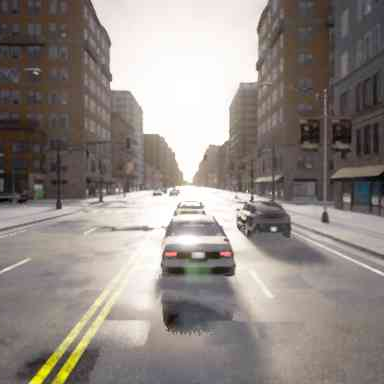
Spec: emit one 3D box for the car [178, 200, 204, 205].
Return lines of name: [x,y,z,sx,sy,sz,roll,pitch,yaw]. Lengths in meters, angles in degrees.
car: [-0.066,1.170,20.841,1.895,1.301,4.718,0,1,2]

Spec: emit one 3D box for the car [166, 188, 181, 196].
car: [-3.743,0.119,67.915,1.812,1.442,4.674,0,1,0]

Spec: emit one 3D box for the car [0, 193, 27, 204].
car: [-22.417,0.747,40.561,4.313,1.339,1.947,0,1,0]

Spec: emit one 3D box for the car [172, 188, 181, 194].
car: [-3.853,-0.222,83.422,2.128,1.511,4.902,0,1,0]

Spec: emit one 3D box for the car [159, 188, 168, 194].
car: [-7.103,-0.244,83.347,1.837,1.490,4.892,0,1,0]

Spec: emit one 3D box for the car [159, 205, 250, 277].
car: [0.042,1.346,9.635,2.033,1.411,5.357,0,1,-2]

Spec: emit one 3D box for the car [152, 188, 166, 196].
car: [-6.991,0.138,67.821,2.033,1.411,5.357,0,1,0]

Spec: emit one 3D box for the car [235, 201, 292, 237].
car: [3.239,1.179,15.673,1.837,1.490,4.892,0,1,0]
